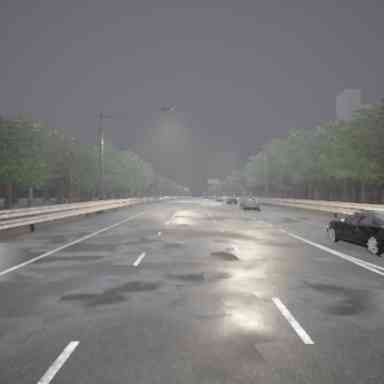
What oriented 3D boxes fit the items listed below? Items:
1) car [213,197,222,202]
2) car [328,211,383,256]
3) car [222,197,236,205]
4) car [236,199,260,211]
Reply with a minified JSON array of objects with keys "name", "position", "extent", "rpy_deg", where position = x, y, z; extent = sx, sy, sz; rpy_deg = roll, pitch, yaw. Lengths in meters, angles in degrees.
[{"name":"car","position":[7.241,1.970,87.811],"extent":[1.994,1.385,4.181],"rpy_deg":[0,-1,0]},{"name":"car","position":[7.206,1.489,13.161],"extent":[1.882,1.535,5.008],"rpy_deg":[0,0,-3]},{"name":"car","position":[7.080,1.619,59.963],"extent":[1.837,1.490,4.892],"rpy_deg":[0,0,0]},{"name":"car","position":[7.002,1.589,40.671],"extent":[1.994,1.385,4.181],"rpy_deg":[0,0,0]}]
